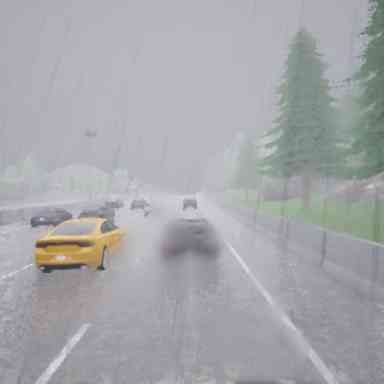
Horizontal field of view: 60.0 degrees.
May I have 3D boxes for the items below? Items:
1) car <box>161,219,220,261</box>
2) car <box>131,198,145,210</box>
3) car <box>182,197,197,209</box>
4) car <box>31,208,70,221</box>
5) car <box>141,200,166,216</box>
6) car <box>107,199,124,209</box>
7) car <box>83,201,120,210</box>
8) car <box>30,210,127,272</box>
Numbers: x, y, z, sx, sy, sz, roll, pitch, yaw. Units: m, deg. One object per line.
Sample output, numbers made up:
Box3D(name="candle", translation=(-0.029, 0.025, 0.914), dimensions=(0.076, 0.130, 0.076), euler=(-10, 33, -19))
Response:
Box3D(name="car", translation=(-0.060, 1.678, 12.658), dimensions=(1.895, 1.301, 4.718), euler=(-1, 0, 0))
Box3D(name="car", translation=(-7.276, 1.589, 46.215), dimensions=(2.128, 1.511, 4.902), euler=(-1, 1, 0))
Box3D(name="car", translation=(-0.273, 1.447, 45.495), dimensions=(1.837, 1.490, 4.892), euler=(-1, 1, 0))
Box3D(name="car", translation=(-10.639, 1.896, 25.570), dimensions=(1.994, 1.385, 4.181), euler=(-1, 0, 0))
Box3D(name="car", translation=(-3.697, 1.725, 34.344), dimensions=(1.895, 1.301, 4.718), euler=(-1, 0, 0))
Box3D(name="car", translation=(-10.776, 1.657, 46.281), dimensions=(1.882, 1.535, 5.008), euler=(-1, 1, 0))
Box3D(name="car", translation=(-7.140, 1.757, 25.322), dimensions=(1.837, 1.490, 4.892), euler=(-1, 1, 0))
Box3D(name="car", translation=(-3.555, 1.634, 11.470), dimensions=(1.882, 1.535, 5.008), euler=(-1, 0, 0))
